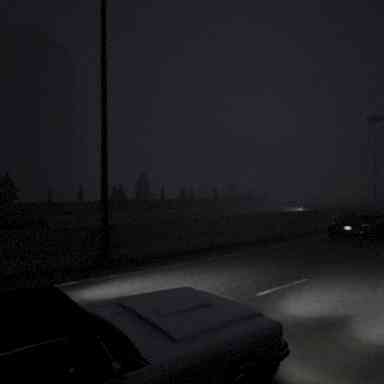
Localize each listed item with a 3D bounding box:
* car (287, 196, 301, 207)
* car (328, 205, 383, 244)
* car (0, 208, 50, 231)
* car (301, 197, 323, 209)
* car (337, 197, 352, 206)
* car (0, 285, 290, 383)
[{"bbox_3d":[15.964,1.371,51.309,1.812,1.442,4.674,0,0,24],"label":"car"},{"bbox_3d":[8.169,1.530,15.830,4.181,1.385,1.994,0,0,-45],"label":"car"},{"bbox_3d":[-10.200,1.602,18.438,4.181,1.385,1.994,0,0,-38],"label":"car"},{"bbox_3d":[16.144,1.454,44.167,1.812,1.442,4.674,0,0,29],"label":"car"},{"bbox_3d":[21.122,1.401,46.041,2.128,1.511,4.902,0,0,27],"label":"car"},{"bbox_3d":[-1.260,1.606,3.005,4.718,1.301,1.895,0,0,-36],"label":"car"}]
